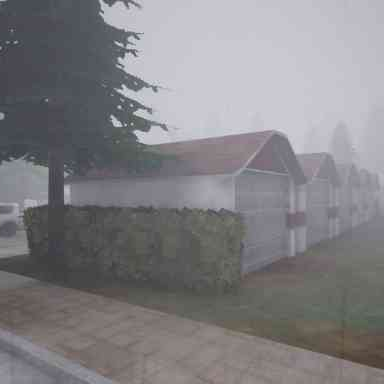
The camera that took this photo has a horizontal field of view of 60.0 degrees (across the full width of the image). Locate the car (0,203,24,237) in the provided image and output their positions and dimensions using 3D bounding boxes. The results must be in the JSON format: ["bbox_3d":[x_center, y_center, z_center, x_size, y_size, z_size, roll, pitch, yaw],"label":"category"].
[{"bbox_3d":[-12.680,1.694,19.199,2.150,2.045,5.566,-1,-1,35],"label":"car"}]
